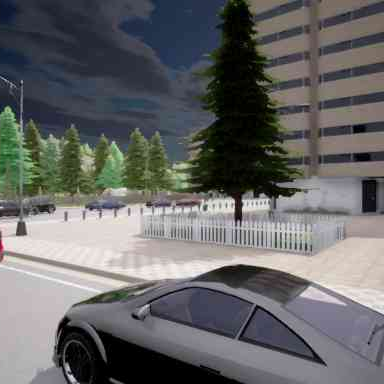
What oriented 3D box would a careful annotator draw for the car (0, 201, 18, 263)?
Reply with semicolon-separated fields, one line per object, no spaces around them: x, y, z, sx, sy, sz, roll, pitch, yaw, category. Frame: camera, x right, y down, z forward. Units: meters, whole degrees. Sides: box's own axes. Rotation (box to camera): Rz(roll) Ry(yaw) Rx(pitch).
-7.370;1.221;9.189;5.566;2.045;2.150;0;0;36;car

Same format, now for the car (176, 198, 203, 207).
-0.309;1.601;49.619;1.895;1.301;4.718;0;0;35;car

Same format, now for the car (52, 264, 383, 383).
0.322;1.564;3.761;4.181;1.385;1.994;0;0;35;car

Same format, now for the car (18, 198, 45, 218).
-15.538;1.505;28.222;1.837;1.490;4.892;0;0;36;car

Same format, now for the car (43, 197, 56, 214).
-16.248;1.352;33.583;2.097;1.767;4.553;0;0;35;car

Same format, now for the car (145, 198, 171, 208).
-4.989;1.564;49.395;1.994;1.385;4.181;0;0;36;car

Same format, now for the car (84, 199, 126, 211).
-10.675;1.547;41.422;2.033;1.411;5.357;0;0;35;car
